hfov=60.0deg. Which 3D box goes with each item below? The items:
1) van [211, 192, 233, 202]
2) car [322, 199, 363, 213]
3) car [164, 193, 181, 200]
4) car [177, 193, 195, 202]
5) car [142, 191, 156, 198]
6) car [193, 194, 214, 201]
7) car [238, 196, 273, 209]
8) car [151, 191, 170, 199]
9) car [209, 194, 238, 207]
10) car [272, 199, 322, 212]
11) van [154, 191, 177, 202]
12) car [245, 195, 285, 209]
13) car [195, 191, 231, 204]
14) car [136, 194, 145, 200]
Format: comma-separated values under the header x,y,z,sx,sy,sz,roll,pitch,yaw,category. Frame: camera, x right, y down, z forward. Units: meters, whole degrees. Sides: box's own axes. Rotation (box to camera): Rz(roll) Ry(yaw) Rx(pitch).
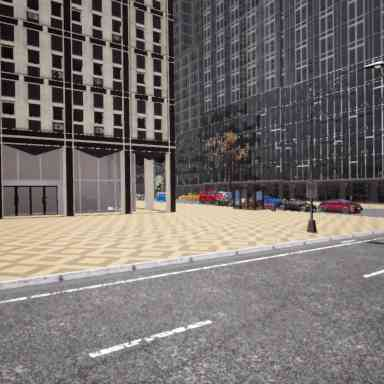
x,y,z,sx,sy,sz,roll,pitch,yaw,category
5.343,0.855,58.939,1.690,1.788,3.998,0,1,-34,van
15.197,1.408,34.181,1.994,1.385,4.181,-1,1,-34,car
-4.257,0.936,73.034,1.802,1.307,4.206,0,1,-34,car
-0.419,0.973,62.786,1.882,1.535,5.008,-1,1,-34,car
-10.657,0.686,82.426,1.967,1.590,4.097,0,1,-34,car
2.144,1.043,63.639,1.802,1.307,4.206,0,1,-34,car
7.924,1.388,40.073,1.802,1.307,4.206,0,1,-34,car
-7.457,0.615,77.727,2.192,1.841,5.009,0,1,-34,car
4.773,1.319,44.803,1.947,1.339,4.313,0,1,-34,car
11.111,1.424,35.364,1.947,1.339,4.313,0,1,-34,car
-4.782,0.937,58.920,1.690,1.788,3.998,0,1,-34,van
9.306,1.227,42.832,1.882,1.535,5.008,-1,1,-34,car
3.316,0.873,51.634,2.150,2.045,5.566,-1,1,-34,car
-11.183,1.039,68.316,2.008,1.369,4.403,0,1,-34,car
